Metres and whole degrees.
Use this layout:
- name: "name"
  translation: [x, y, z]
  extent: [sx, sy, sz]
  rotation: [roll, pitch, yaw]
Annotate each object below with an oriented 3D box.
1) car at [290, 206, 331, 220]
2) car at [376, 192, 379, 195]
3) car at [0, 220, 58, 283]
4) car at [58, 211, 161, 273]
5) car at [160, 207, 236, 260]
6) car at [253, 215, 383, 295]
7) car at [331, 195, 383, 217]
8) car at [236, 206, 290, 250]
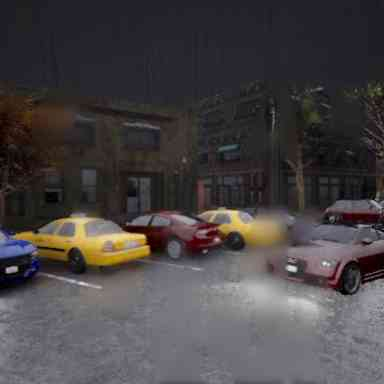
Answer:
- name: "car"
  translation: [3.636, 1.435, 15.648]
  extent: [4.792, 1.488, 2.163]
  rotation: [-1, -1, 35]
- name: "car"
  translation: [31.900, 0.835, 55.052]
  extent: [2.435, 2.045, 5.566]
  rotation: [0, 1, 36]
- name: "car"
  translation: [-6.037, 1.486, 8.786]
  extent: [5.008, 1.535, 2.097]
  rotation: [-1, -1, 35]
- name: "car"
  translation: [-3.779, 1.466, 10.607]
  extent: [5.366, 1.575, 1.946]
  rotation: [-1, 0, 35]
- name: "car"
  translation: [-1.208, 1.446, 12.228]
  extent: [5.008, 1.535, 2.097]
  rotation: [-1, 0, 34]
- name: "car"
  translation: [3.844, 1.510, 8.581]
  extent: [4.181, 1.385, 1.994]
  rotation: [0, 0, -35]
- name: "car"
  translation: [10.813, 1.221, 20.826]
  extent: [4.553, 1.767, 2.185]
  rotation: [-1, -1, 35]
- name: "car"
  translation: [1.042, 1.426, 14.039]
  extent: [5.366, 1.575, 1.946]
  rotation: [-1, 0, 35]
